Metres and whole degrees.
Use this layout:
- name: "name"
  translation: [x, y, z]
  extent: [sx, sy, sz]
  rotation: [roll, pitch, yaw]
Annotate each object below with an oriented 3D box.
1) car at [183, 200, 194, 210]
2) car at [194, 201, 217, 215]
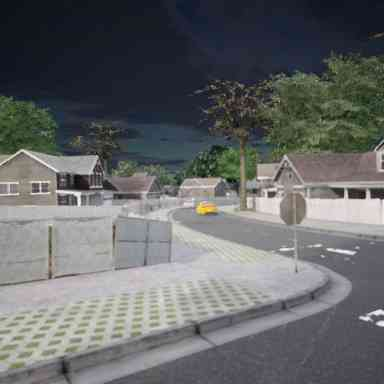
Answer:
- name: "car"
  translation: [-0.340, 2.078, 54.692]
  extent: [1.812, 1.442, 4.674]
  rotation: [-2, -1, 7]
- name: "car"
  translation: [1.711, 1.861, 39.142]
  extent: [1.882, 1.535, 5.008]
  rotation: [-4, 0, -5]
